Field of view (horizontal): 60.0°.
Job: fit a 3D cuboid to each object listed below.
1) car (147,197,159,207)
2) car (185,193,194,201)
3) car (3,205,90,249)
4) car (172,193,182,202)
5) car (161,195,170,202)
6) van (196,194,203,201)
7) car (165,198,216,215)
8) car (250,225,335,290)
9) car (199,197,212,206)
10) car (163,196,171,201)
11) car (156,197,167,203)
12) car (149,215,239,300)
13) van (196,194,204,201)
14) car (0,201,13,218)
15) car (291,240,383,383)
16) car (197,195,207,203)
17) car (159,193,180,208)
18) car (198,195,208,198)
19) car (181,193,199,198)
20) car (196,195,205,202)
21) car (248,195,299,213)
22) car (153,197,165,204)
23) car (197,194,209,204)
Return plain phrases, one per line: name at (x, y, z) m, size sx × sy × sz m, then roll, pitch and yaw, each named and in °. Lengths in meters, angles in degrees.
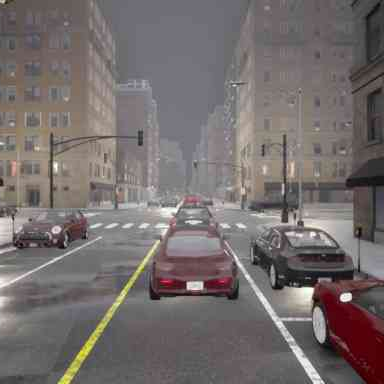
car at (-6.100, 1.595, 52.679) m, size 2.008 × 1.369 × 4.403 m, roll 0°, pitch 0°, yaw -1°
car at (-0.684, 1.383, 90.220) m, size 2.150 × 2.045 × 5.566 m, roll 0°, pitch 0°, yaw -1°
car at (-5.881, 1.445, 14.318) m, size 1.967 × 1.590 × 4.097 m, roll 0°, pitch 0°, yaw 0°
car at (-3.551, 1.338, 78.731) m, size 2.150 × 2.045 × 5.566 m, roll 0°, pitch 0°, yaw -1°
car at (-6.421, 1.558, 80.219) m, size 1.967 × 1.590 × 4.097 m, roll 0°, pitch 0°, yaw -1°
van at (1.975, 1.503, 91.323) m, size 1.690 × 1.788 × 3.998 m, roll 0°, pitch 0°, yaw -1°
car at (0.064, 1.358, 15.690) m, size 2.097 × 1.767 × 4.553 m, roll 0°, pitch 0°, yaw 0°
car at (2.656, 1.553, 8.849) m, size 2.008 × 1.369 × 4.403 m, roll 0°, pitch 0°, yaw 0°
car at (2.360, 1.622, 58.282) m, size 1.947 × 1.339 × 4.313 m, roll 0°, pitch 0°, yaw -1°
car at (-6.486, 1.721, 85.726) m, size 1.802 × 1.307 × 4.206 m, roll 0°, pitch 0°, yaw -1°
car at (-6.294, 1.665, 69.202) m, size 1.802 × 1.307 × 4.206 m, roll 0°, pitch 0°, yaw -1°
car at (0.018, 1.528, 8.305) m, size 1.812 × 1.442 × 4.674 m, roll 0°, pitch 0°, yaw -1°
van at (2.040, 1.480, 85.817) m, size 1.690 × 1.788 × 3.998 m, roll 0°, pitch 0°, yaw -1°
car at (-17.352, 1.252, 27.051) m, size 4.553 × 1.767 × 2.097 m, roll 0°, pitch 0°, yaw 0°
car at (2.669, 1.545, 3.358) m, size 1.887 × 1.381 × 4.507 m, roll 0°, pitch 0°, yaw 0°
car at (2.167, 1.540, 74.803) m, size 1.967 × 1.590 × 4.097 m, roll 0°, pitch 0°, yaw -1°
car at (-3.277, 1.390, 48.565) m, size 2.097 × 1.767 × 4.553 m, roll 0°, pitch 0°, yaw -1°
car at (2.424, 1.590, 52.775) m, size 1.887 × 1.381 × 4.507 m, roll 0°, pitch 0°, yaw -1°
car at (-0.258, 1.277, 57.617) m, size 2.150 × 2.045 × 5.566 m, roll 0°, pitch 0°, yaw 0°
car at (2.103, 1.559, 80.309) m, size 1.967 × 1.590 × 4.097 m, roll 0°, pitch 0°, yaw -1°
car at (9.062, 1.315, 37.218) m, size 5.566 × 2.045 × 2.150 m, roll 0°, pitch -1°, yaw 0°
car at (-6.229, 1.613, 63.695) m, size 1.887 × 1.381 × 4.507 m, roll 0°, pitch 0°, yaw -1°
car at (2.232, 1.398, 69.296) m, size 2.192 × 1.841 × 5.009 m, roll 0°, pitch 0°, yaw -1°
